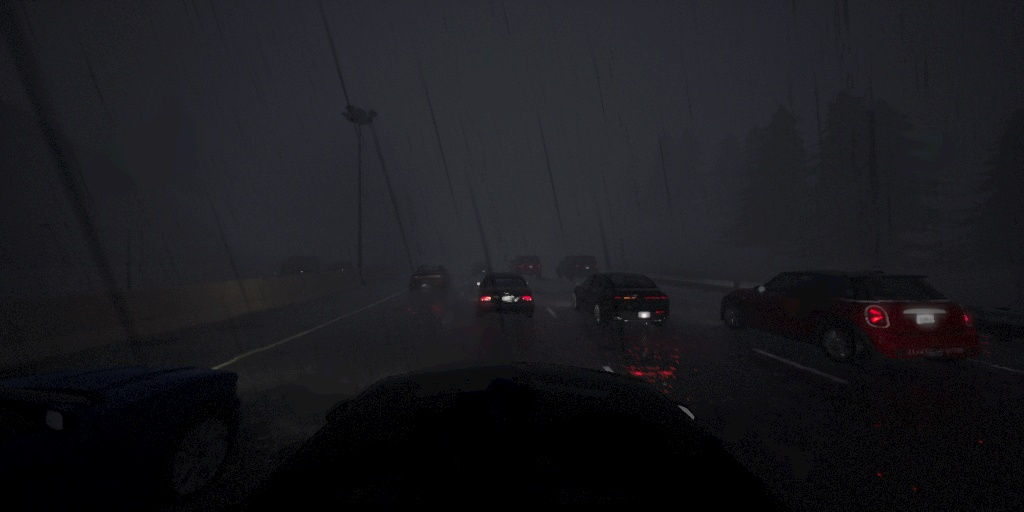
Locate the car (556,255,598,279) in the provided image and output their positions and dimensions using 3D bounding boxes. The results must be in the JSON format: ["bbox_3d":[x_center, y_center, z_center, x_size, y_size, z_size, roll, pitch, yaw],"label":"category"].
[{"bbox_3d":[5.180,0.962,28.927,2.150,2.045,5.566,0,0,-7],"label":"car"}]

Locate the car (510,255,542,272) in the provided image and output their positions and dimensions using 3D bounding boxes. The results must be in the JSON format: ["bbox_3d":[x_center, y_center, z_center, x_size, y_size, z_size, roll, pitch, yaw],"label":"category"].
[{"bbox_3d":[1.170,0.970,32.305,2.150,2.045,5.566,0,0,-9],"label":"car"}]

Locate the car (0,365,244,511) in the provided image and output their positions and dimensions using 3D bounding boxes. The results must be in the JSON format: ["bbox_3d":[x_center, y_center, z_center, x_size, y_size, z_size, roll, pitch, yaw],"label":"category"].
[{"bbox_3d":[-3.473,1.235,1.348,1.882,1.535,5.008,0,0,0],"label":"car"}]

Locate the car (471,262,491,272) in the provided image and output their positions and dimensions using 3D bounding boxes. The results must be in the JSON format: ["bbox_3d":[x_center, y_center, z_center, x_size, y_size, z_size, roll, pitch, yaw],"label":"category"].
[{"bbox_3d":[-3.101,1.283,36.558,1.812,1.442,4.674,0,0,-10],"label":"car"}]

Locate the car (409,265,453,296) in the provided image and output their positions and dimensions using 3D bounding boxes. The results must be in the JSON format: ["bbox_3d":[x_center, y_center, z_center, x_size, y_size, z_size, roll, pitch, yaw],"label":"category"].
[{"bbox_3d":[-4.352,1.251,19.708,2.128,1.511,4.902,0,0,-5],"label":"car"}]

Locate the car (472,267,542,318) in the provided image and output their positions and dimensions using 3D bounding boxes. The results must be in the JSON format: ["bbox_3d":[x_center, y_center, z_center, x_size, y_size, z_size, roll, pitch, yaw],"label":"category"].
[{"bbox_3d":[-0.304,1.298,13.013,2.033,1.411,5.357,0,0,-3],"label":"car"}]

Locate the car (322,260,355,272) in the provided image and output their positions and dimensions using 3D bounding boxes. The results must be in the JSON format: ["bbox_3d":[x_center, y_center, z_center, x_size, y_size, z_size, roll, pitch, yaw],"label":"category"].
[{"bbox_3d":[-17.574,1.291,36.987,1.837,1.490,4.892,0,0,-11],"label":"car"}]

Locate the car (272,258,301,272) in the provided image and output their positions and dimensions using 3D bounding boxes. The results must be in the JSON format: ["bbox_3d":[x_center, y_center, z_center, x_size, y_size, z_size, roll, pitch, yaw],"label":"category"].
[{"bbox_3d":[-31.196,1.165,49.747,2.097,1.767,4.553,0,0,-15],"label":"car"}]

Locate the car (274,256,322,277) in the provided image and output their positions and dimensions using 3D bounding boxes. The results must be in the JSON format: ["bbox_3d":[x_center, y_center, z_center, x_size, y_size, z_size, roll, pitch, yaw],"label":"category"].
[{"bbox_3d":[-20.850,1.013,35.552,2.150,2.045,5.566,0,0,-11],"label":"car"}]

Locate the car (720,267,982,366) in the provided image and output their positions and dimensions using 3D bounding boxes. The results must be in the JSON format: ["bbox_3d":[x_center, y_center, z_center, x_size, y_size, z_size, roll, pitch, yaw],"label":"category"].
[{"bbox_3d":[6.885,1.088,8.136,2.097,1.767,4.553,0,0,-2],"label":"car"}]

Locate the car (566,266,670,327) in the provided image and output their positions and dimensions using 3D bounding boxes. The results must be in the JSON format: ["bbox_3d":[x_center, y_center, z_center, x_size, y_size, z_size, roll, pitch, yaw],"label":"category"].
[{"bbox_3d":[3.245,1.249,11.532,1.837,1.490,4.892,0,0,-3],"label":"car"}]
